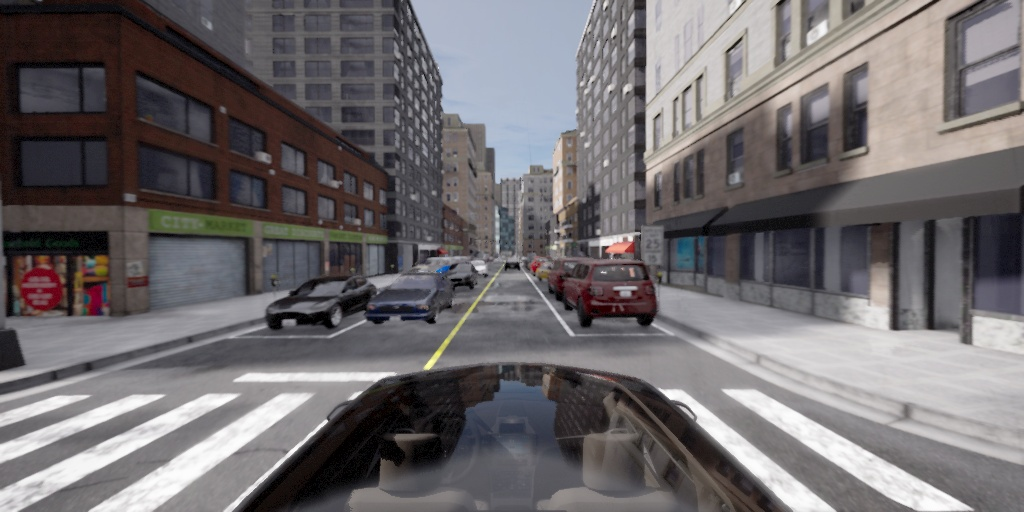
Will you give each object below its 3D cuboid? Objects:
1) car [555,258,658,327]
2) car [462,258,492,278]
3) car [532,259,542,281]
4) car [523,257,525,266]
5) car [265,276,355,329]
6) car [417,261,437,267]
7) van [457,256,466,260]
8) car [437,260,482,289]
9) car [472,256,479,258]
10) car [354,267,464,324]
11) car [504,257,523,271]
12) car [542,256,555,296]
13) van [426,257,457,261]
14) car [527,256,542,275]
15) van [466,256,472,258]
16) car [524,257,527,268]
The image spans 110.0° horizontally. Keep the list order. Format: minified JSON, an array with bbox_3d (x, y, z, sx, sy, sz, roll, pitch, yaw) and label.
[{"bbox_3d":[2.848,1.013,11.335,2.192,1.841,5.009,0,0,0],"label":"car"},{"bbox_3d":[-3.129,1.167,32.567,1.812,1.442,4.674,0,0,0],"label":"car"},{"bbox_3d":[2.831,1.150,28.263,1.751,1.417,4.829,0,0,0],"label":"car"},{"bbox_3d":[2.808,1.084,50.437,1.948,1.339,4.313,0,0,0],"label":"car"},{"bbox_3d":[-5.678,1.318,11.325,1.948,1.339,4.313,0,0,0],"label":"car"},{"bbox_3d":[-5.692,1.228,22.327,1.751,1.417,4.829,0,0,0],"label":"car"},{"bbox_3d":[-5.706,0.993,33.669,1.690,1.789,3.998,0,0,0],"label":"van"},{"bbox_3d":[-3.127,1.193,22.282,1.837,1.490,4.892,0,0,0],"label":"car"},{"bbox_3d":[-5.720,0.913,44.841,2.192,1.841,5.009,0,0,0],"label":"car"},{"bbox_3d":[-3.114,1.280,12.206,2.033,1.411,5.357,0,0,0],"label":"car"},{"bbox_3d":[0.039,1.042,44.512,1.882,1.535,5.008,0,0,0],"label":"car"},{"bbox_3d":[2.843,0.989,16.922,2.192,1.841,5.009,0,0,0],"label":"car"},{"bbox_3d":[-5.699,1.019,28.083,1.690,1.789,3.998,0,0,0],"label":"van"},{"bbox_3d":[2.825,0.913,33.679,2.192,1.841,5.009,0,0,0],"label":"car"},{"bbox_3d":[-5.713,0.966,39.255,1.690,1.789,3.998,0,0,0],"label":"van"},{"bbox_3d":[2.814,1.071,45.021,1.751,1.417,4.829,0,0,0],"label":"car"}]
